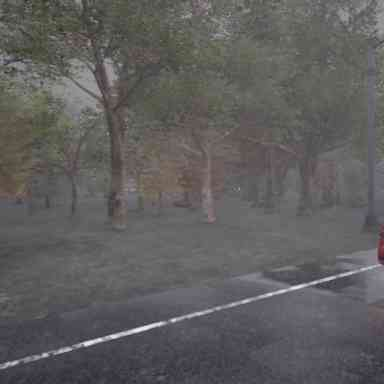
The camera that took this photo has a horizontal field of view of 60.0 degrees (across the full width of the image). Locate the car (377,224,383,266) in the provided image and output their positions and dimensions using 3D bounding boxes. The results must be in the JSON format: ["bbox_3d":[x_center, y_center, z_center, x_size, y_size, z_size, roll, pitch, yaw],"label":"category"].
[{"bbox_3d":[7.136,1.193,8.842,5.566,2.045,2.150,0,0,-36],"label":"car"}]
